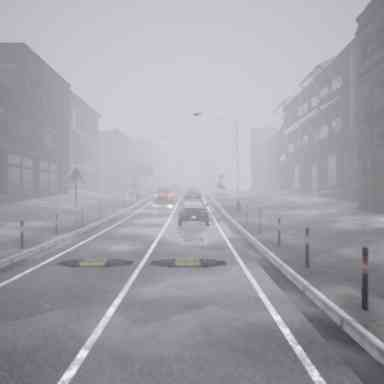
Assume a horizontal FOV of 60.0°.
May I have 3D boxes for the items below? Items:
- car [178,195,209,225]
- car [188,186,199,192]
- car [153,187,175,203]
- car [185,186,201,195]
[{"bbox_3d":[0.090,1.162,20.933,1.812,1.442,4.674,0,2,0],"label":"car"},{"bbox_3d":[0.343,-0.793,77.857,1.895,1.301,4.718,0,1,10],"label":"car"},{"bbox_3d":[-3.075,0.262,36.773,2.097,1.767,4.553,0,3,0],"label":"car"},{"bbox_3d":[0.105,0.374,38.875,1.994,1.385,4.181,0,3,0],"label":"car"}]
